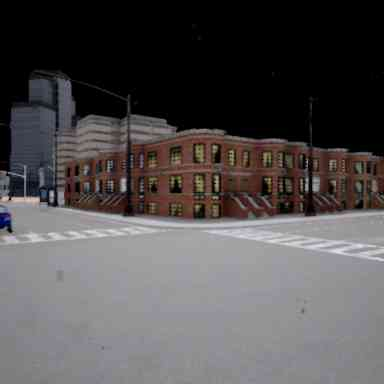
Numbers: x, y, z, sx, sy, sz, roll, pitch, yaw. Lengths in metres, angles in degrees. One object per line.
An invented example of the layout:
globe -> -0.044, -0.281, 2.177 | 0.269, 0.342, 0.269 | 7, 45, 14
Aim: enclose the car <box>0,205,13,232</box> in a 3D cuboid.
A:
car -> -11.787, 1.478, 19.501 | 1.882, 1.535, 5.008 | 0, 0, -34
